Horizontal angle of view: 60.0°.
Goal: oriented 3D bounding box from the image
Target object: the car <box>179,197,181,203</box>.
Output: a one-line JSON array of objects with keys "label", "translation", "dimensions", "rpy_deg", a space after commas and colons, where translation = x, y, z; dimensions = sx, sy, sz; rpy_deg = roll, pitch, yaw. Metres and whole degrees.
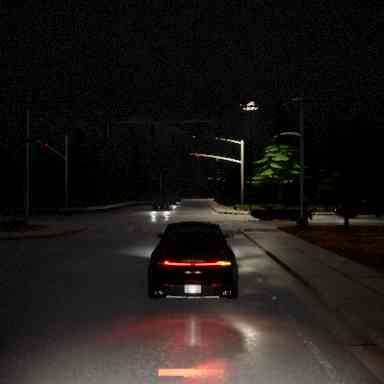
[{"label": "car", "translation": [-3.415, 1.537, 71.368], "dimensions": [2.033, 1.411, 5.357], "rpy_deg": [0, 0, 1]}]

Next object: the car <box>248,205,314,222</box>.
[{"label": "car", "translation": [6.862, 1.626, 25.748], "dimensions": [4.718, 1.301, 1.895], "rpy_deg": [0, 0, 1]}]

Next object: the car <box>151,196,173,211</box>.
[{"label": "car", "translation": [-3.676, 1.505, 39.769], "dimensions": [1.837, 1.490, 4.892], "rpy_deg": [0, 0, 0]}]

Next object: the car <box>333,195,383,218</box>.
[{"label": "car", "translation": [15.543, 1.248, 29.587], "dimensions": [5.566, 2.045, 2.150], "rpy_deg": [0, 0, 1]}]

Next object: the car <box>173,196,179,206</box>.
[{"label": "car", "translation": [-3.673, 1.505, 56.452], "dimensions": [1.837, 1.490, 4.892], "rpy_deg": [0, 0, 0]}]

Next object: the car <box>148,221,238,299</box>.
[{"label": "car", "translation": [0.032, 1.501, 8.438], "dimensions": [1.837, 1.490, 4.892], "rpy_deg": [0, 0, 0]}]
